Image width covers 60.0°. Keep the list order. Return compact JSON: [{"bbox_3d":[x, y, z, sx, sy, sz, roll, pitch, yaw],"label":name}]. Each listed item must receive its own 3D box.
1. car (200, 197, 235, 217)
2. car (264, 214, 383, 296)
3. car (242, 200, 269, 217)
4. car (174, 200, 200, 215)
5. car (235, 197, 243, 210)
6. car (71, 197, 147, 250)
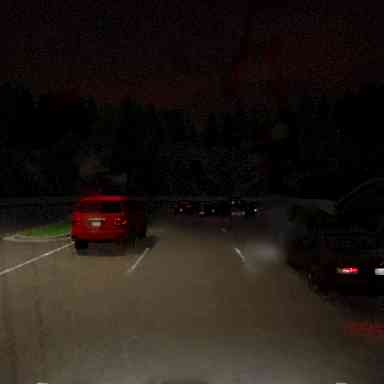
[{"bbox_3d":[2.468,1.478,30.982,1.882,1.535,5.008,0,0,15],"label":"car"},{"bbox_3d":[3.603,1.547,8.797,2.033,1.411,5.357,0,0,0],"label":"car"},{"bbox_3d":[6.158,1.564,31.244,1.994,1.385,4.181,0,0,15],"label":"car"},{"bbox_3d":[-0.428,1.526,33.670,1.812,1.442,4.674,0,0,15],"label":"car"},{"bbox_3d":[5.551,1.352,42.061,2.097,1.767,4.553,0,0,16],"label":"car"},{"bbox_3d":[-3.352,1.221,14.456,2.150,2.045,5.566,0,0,1],"label":"car"}]
